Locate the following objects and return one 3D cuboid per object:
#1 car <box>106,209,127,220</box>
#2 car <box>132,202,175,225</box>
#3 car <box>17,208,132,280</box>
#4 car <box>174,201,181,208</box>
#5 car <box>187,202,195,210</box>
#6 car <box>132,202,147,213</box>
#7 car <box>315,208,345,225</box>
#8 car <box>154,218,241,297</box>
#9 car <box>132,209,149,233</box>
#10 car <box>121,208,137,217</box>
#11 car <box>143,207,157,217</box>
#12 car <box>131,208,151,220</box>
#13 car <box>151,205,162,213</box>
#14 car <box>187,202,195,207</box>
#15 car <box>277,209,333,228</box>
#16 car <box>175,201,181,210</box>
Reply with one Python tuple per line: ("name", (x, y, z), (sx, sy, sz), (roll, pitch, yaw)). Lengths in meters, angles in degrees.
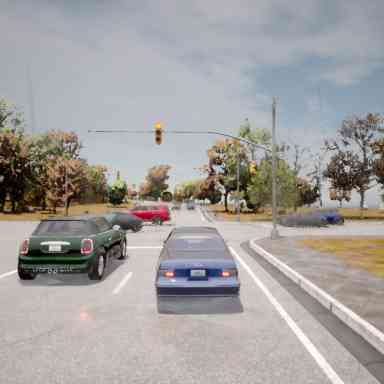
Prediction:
("car", (-10.775, 3.206, 47.571), (2.033, 1.411, 5.357), (0, -2, -3))
("car", (-4.834, 2.272, 33.204), (5.566, 2.045, 2.150), (0, -3, 3))
("car", (-3.447, 1.485, 10.487), (2.097, 1.767, 4.553), (0, -1, 0))
("car", (-3.859, 3.243, 87.838), (1.837, 1.490, 4.892), (0, 0, -4))
("car", (-0.235, 3.462, 77.751), (1.812, 1.442, 4.674), (0, 0, 0))
("car", (-10.708, 3.200, 68.205), (2.150, 2.045, 5.566), (0, 0, 0))
("car", (12.597, 2.398, 33.124), (4.553, 1.767, 2.097), (0, -3, -2))
("car", (0.065, 1.645, 8.873), (2.033, 1.411, 5.357), (0, -1, -1))
("car", (-5.204, 2.065, 22.076), (1.812, 1.442, 4.674), (-3, -4, 31))
("car", (-10.757, 3.501, 57.447), (1.895, 1.301, 4.718), (0, -1, 0))
("car", (-7.254, 3.429, 57.660), (1.812, 1.442, 4.674), (0, -1, 0))
("car", (-7.234, 3.155, 47.768), (2.128, 1.511, 4.902), (0, -2, 1))
("car", (-7.218, 3.483, 67.950), (1.837, 1.490, 4.892), (0, 0, 0))
("car", (-0.360, 3.299, 87.934), (1.994, 1.385, 4.181), (0, 0, -4))
("car", (9.729, 2.443, 29.488), (4.181, 1.385, 1.994), (0, -3, -2))
("car", (-3.735, 3.534, 77.806), (1.895, 1.301, 4.718), (0, 0, 0))
